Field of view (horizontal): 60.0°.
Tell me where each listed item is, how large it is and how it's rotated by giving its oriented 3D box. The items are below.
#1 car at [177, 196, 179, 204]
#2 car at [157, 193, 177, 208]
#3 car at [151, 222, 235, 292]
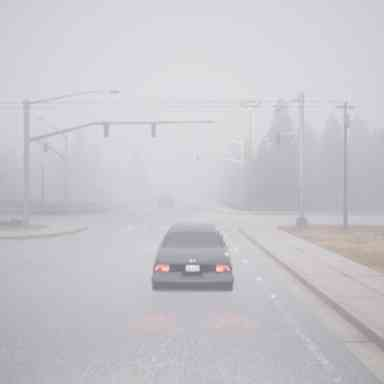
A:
[{"bbox_3d":[-3.585,1.309,64.203,2.097,1.767,4.553,0,0,1],"label":"car"},{"bbox_3d":[-3.683,1.189,47.737,2.150,2.045,5.566,0,0,0],"label":"car"},{"bbox_3d":[0.033,1.539,9.043,2.033,1.411,5.357,0,0,1],"label":"car"}]
